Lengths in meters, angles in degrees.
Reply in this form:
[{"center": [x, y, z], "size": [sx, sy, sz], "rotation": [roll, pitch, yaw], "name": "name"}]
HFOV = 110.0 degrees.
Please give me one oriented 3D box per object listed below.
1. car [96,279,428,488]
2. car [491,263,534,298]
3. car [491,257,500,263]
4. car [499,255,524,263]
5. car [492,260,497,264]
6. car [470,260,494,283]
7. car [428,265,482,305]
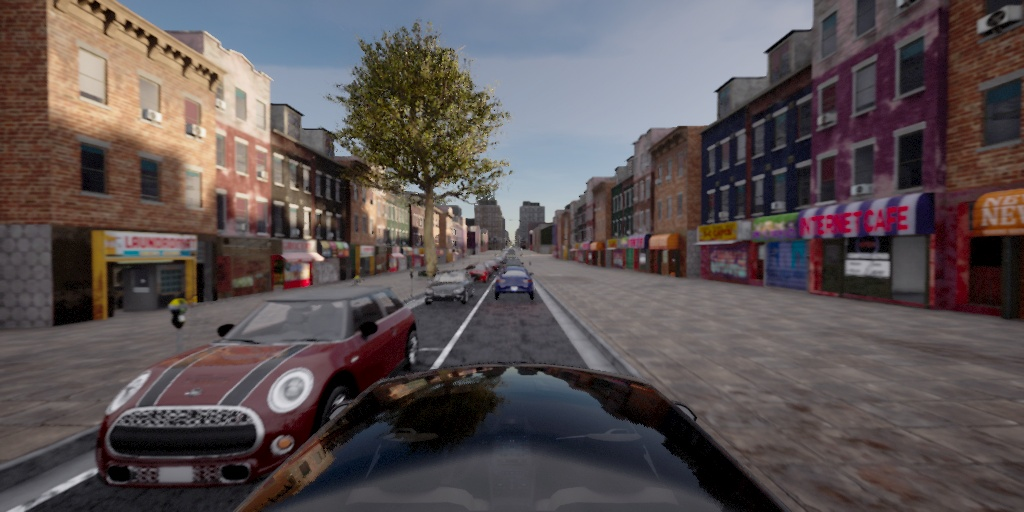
[{"center": [-2.639, 1.188, 4.813], "size": [1.967, 1.591, 4.097], "rotation": [0, 0, 0], "name": "car"}, {"center": [0.103, 1.251, 18.020], "size": [1.812, 1.442, 4.674], "rotation": [0, 0, 0], "name": "car"}, {"center": [-2.629, 1.165, 43.559], "size": [1.888, 1.381, 4.507], "rotation": [0, 0, 0], "name": "car"}, {"center": [0.104, 1.012, 34.625], "size": [2.097, 1.767, 4.553], "rotation": [0, 0, 0], "name": "car"}, {"center": [-2.632, 1.252, 32.492], "size": [1.802, 1.307, 4.207], "rotation": [0, 0, 0], "name": "car"}, {"center": [-2.633, 1.239, 26.955], "size": [1.888, 1.381, 4.507], "rotation": [0, 0, 0], "name": "car"}, {"center": [-2.636, 1.282, 15.884], "size": [2.007, 1.370, 4.403], "rotation": [0, 0, 0], "name": "car"}]
